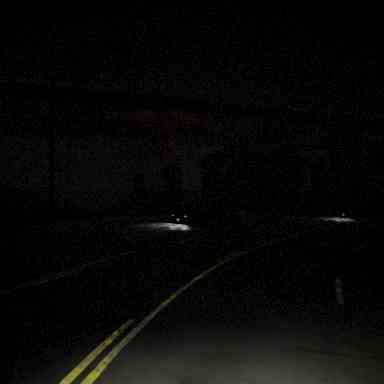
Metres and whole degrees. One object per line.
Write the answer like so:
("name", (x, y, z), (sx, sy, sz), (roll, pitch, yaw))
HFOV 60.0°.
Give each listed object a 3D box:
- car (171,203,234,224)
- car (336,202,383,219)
("car", (0.944, 1.568, 25.266), (5.357, 1.411, 2.033), (0, 0, -43))
("car", (15.576, 1.583, 29.791), (5.357, 1.411, 2.033), (0, 0, -21))
